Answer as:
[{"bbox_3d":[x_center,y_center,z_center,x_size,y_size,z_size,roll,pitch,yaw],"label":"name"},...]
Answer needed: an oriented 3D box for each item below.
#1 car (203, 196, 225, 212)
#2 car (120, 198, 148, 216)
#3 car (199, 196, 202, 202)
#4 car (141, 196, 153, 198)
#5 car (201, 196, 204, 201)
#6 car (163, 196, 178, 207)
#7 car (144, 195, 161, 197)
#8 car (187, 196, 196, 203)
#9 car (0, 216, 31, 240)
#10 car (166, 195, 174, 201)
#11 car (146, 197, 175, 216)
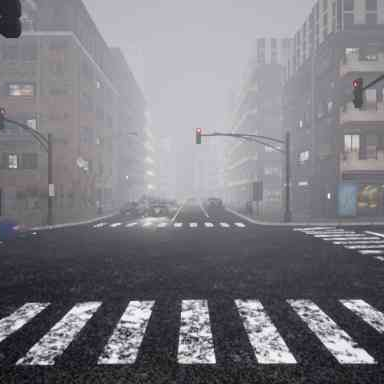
[{"bbox_3d":[2.632,1.448,37.919,1.967,1.590,4.097,0,0,0],"label":"car"},{"bbox_3d":[-5.739,1.572,32.221,1.947,1.339,4.313,0,0,0],"label":"car"},{"bbox_3d":[2.606,1.599,54.966,1.802,1.307,4.206,0,0,0],"label":"car"},{"bbox_3d":[-5.748,1.534,37.734,1.752,1.417,4.829,0,0,0],"label":"car"},{"bbox_3d":[2.623,1.451,43.601,1.967,1.590,4.097,0,0,0],"label":"car"},{"bbox_3d":[-3.168,1.615,49.966,1.895,1.301,4.718,0,0,0],"label":"car"},{"bbox_3d":[-5.758,1.326,43.586,2.192,1.841,5.009,0,0,0],"label":"car"},{"bbox_3d":[-0.065,1.539,70.643,2.128,1.511,4.902,0,0,0],"label":"car"},{"bbox_3d":[-10.564,1.712,15.589,5.357,1.411,2.033,-1,0,-8],"label":"car"},{"bbox_3d":[-5.828,1.595,89.045,2.008,1.369,4.403,0,0,0],"label":"car"},{"bbox_3d":[-3.150,1.498,32.636,2.128,1.511,4.902,0,0,0],"label":"car"}]
